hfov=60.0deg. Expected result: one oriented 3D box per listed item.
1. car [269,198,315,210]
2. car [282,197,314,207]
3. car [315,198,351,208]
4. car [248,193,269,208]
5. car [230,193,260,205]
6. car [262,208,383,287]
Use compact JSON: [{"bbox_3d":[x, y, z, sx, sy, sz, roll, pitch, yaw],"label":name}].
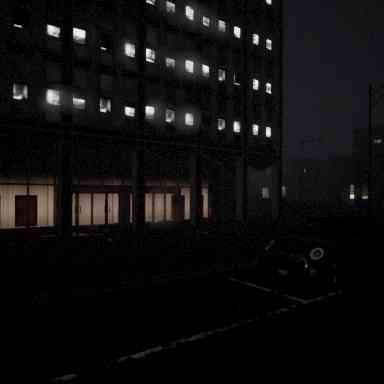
[{"bbox_3d":[11.716,1.427,39.188,2.008,1.369,4.403,1,0,-35],"label":"car"},{"bbox_3d":[15.457,1.480,48.509,1.802,1.307,4.206,1,0,-35],"label":"car"},{"bbox_3d":[18.511,1.447,44.095,1.752,1.417,4.829,1,0,-35],"label":"car"},{"bbox_3d":[8.567,1.168,43.742,2.192,1.841,5.009,1,0,-35],"label":"car"},{"bbox_3d":[9.157,1.168,57.615,2.192,1.841,5.009,1,0,-35],"label":"car"},{"bbox_3d":[3.850,1.441,9.312,4.097,1.590,1.967,0,0,-36],"label":"car"}]
